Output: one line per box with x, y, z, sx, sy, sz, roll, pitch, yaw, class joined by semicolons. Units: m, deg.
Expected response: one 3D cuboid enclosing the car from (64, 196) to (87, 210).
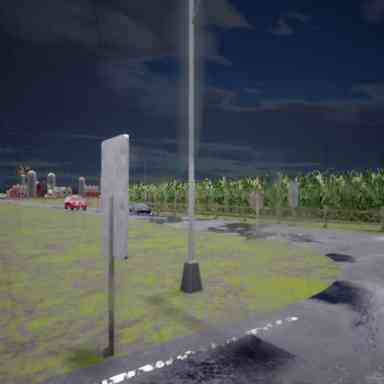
-17.831;1.676;50.706;2.150;2.045;5.566;0;-1;-34;car

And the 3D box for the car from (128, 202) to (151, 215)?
-6.534;1.887;39.134;1.994;1.385;4.181;0;-1;-35;car
